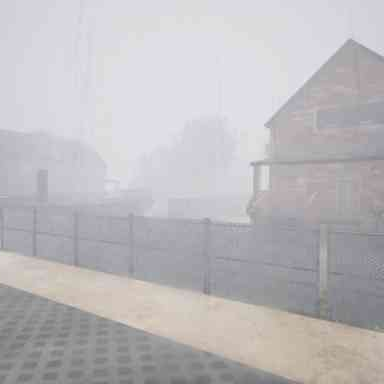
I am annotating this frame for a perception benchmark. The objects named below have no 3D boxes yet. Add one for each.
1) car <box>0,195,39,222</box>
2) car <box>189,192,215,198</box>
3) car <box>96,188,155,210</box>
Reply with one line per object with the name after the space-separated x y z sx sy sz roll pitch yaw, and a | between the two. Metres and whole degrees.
-11.881 1.045 20.557 2.097 1.767 4.553 1 2 34 | car
1.265 0.723 39.039 1.994 1.385 4.181 1 2 35 | car
-5.705 0.662 29.291 2.150 2.045 5.566 1 2 36 | car
